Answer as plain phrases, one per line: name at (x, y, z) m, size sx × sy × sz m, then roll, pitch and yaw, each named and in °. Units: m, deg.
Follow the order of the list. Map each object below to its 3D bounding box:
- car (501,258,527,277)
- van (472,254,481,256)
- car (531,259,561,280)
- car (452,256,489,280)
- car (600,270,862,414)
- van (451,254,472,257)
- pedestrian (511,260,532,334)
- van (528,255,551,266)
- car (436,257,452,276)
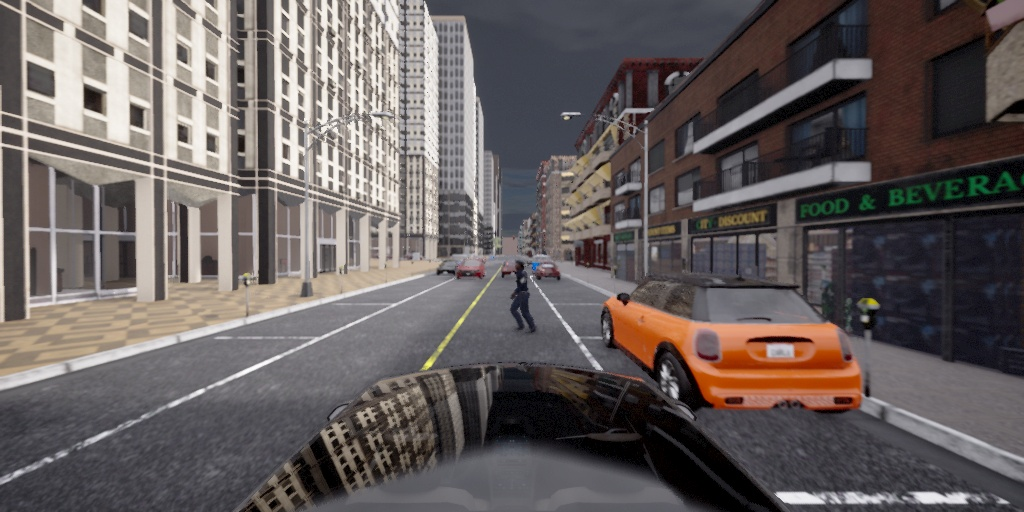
car at (0.073, 1.080, 30.521) m, size 1.895 × 1.301 × 4.718 m, roll 0°, pitch 1°, yaw 0°
van at (-5.692, 0.645, 49.795) m, size 1.690 × 1.789 × 3.998 m, roll 0°, pitch 0°, yaw 0°
car at (2.689, 1.092, 27.202) m, size 1.802 × 1.307 × 4.207 m, roll 0°, pitch 0°, yaw 0°
car at (-3.100, 0.982, 27.834) m, size 1.882 × 1.535 × 5.008 m, roll 0°, pitch 1°, yaw 0°
car at (3.000, 1.059, 6.135) m, size 2.097 × 1.767 × 4.553 m, roll 0°, pitch 1°, yaw 0°
van at (-5.692, 0.747, 38.498) m, size 1.690 × 1.789 × 3.998 m, roll 0°, pitch 0°, yaw 0°
pedestrian at (0.233, 0.976, 8.843) m, size 0.375 × 1.860 × 0.375 m, roll 0°, pitch 1°, yaw -2°
van at (2.689, 0.799, 32.850) m, size 1.690 × 1.789 × 3.998 m, roll 0°, pitch 0°, yaw 0°
car at (-5.691, 1.024, 32.850) m, size 1.948 × 1.339 × 4.313 m, roll 0°, pitch 0°, yaw 0°
